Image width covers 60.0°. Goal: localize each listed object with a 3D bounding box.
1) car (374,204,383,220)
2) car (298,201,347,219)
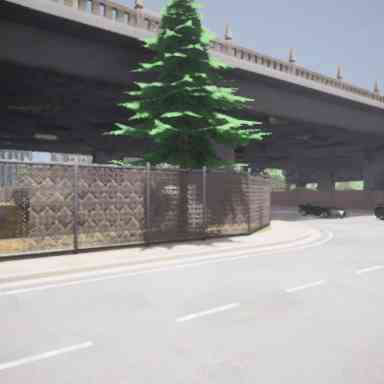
[{"bbox_3d":[16.521,1.264,25.261,2.150,2.045,5.566,1,0,-9],"label":"car"},{"bbox_3d":[11.442,1.531,29.457,2.128,1.511,4.902,0,0,-18],"label":"car"}]
